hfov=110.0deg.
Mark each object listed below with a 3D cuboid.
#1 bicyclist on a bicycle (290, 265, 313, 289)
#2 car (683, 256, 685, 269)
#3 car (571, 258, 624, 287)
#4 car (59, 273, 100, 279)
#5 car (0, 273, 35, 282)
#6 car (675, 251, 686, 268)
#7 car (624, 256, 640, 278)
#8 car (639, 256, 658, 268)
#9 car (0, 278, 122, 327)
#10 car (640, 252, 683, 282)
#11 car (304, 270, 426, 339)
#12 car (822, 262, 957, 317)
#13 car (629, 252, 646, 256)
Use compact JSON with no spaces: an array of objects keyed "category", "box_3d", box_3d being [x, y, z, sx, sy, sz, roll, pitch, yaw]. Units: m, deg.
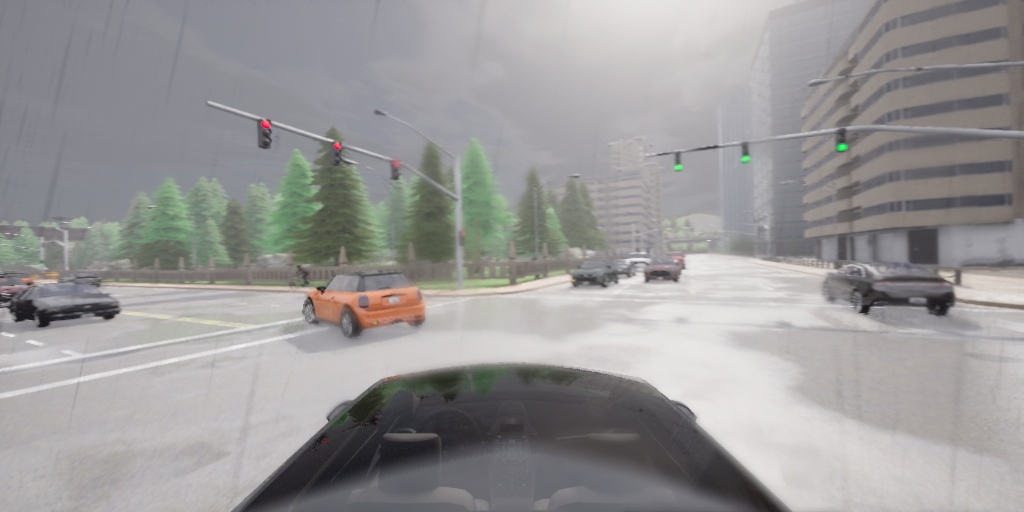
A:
[{"category":"bicyclist on a bicycle","box_3d":[-14.453,1.439,24.600,0.582,1.620,1.656,-2,0,27]},{"category":"car","box_3d":[14.404,0.950,32.789,1.994,1.385,4.181,-2,0,27]},{"category":"car","box_3d":[5.327,0.971,22.726,2.097,1.767,4.553,-2,0,29]},{"category":"car","box_3d":[-40.017,2.305,33.174,4.902,1.511,2.128,-1,0,27]},{"category":"car","box_3d":[-26.159,1.795,18.225,4.553,1.767,2.097,-2,0,27]},{"category":"car","box_3d":[19.239,0.484,42.309,2.150,2.045,5.566,-2,0,27]},{"category":"car","box_3d":[9.417,1.007,30.687,2.128,1.511,4.902,-2,0,27]},{"category":"car","box_3d":[18.540,0.789,48.678,1.837,1.490,4.892,-2,0,27]},{"category":"car","box_3d":[-17.142,1.752,13.672,5.357,1.411,2.033,-2,0,27]},{"category":"car","box_3d":[10.518,0.836,25.092,2.097,1.767,4.553,-2,0,27]},{"category":"car","box_3d":[-4.608,1.227,10.914,4.553,1.767,2.097,-2,0,44]},{"category":"car","box_3d":[11.721,0.938,11.535,2.128,1.511,4.902,-2,0,27]},{"category":"car","box_3d":[13.879,0.624,39.527,2.150,2.045,5.566,-2,0,27]}]
